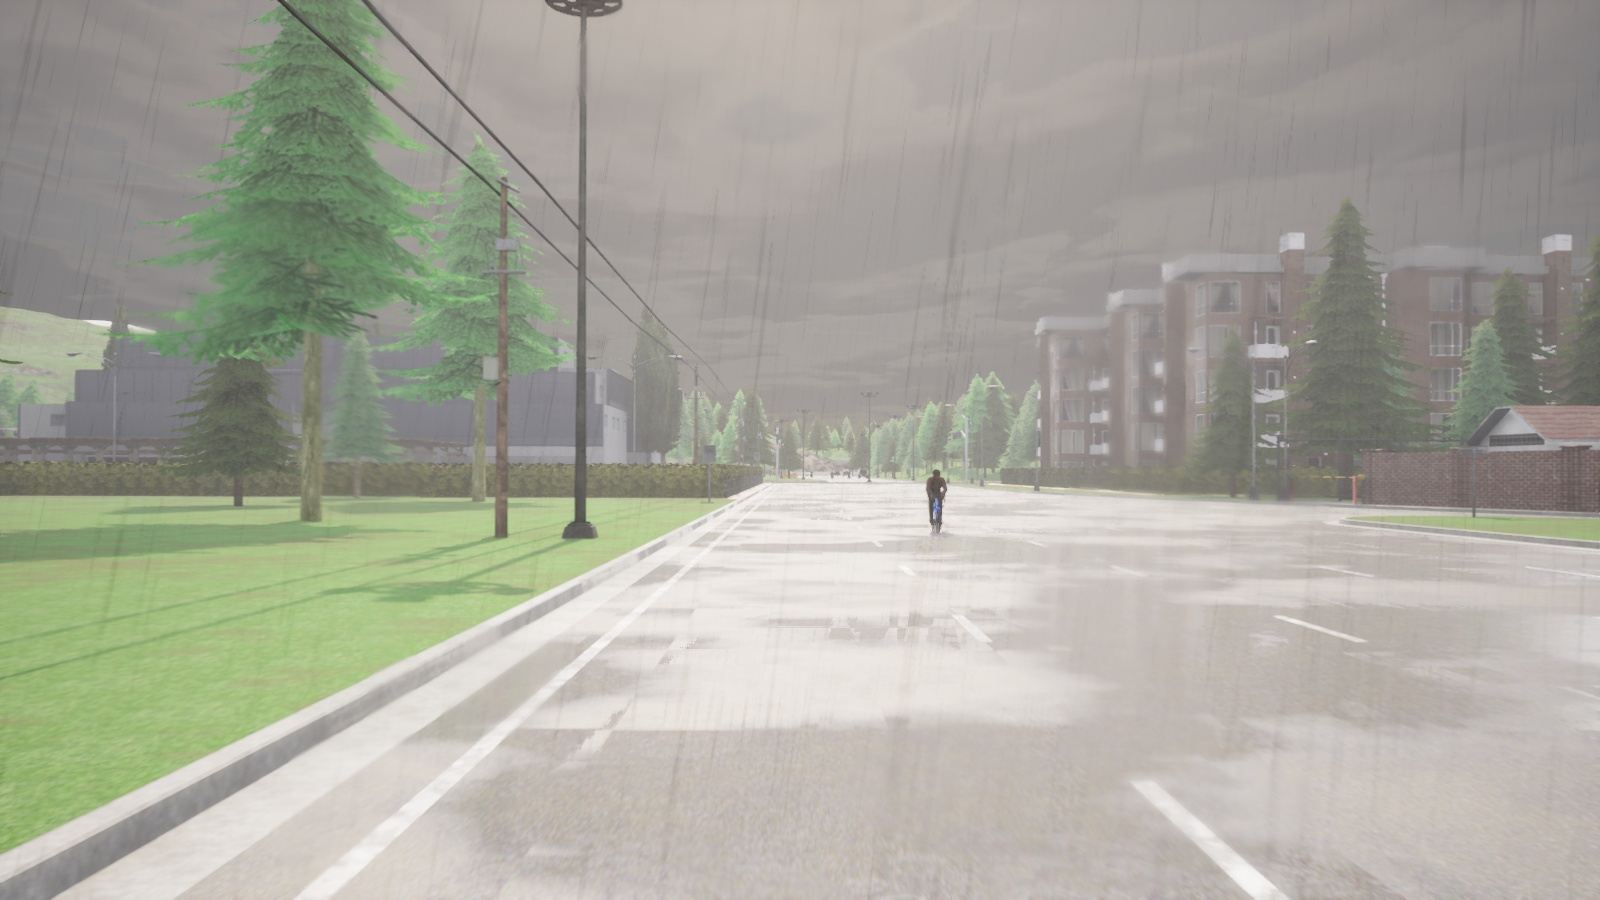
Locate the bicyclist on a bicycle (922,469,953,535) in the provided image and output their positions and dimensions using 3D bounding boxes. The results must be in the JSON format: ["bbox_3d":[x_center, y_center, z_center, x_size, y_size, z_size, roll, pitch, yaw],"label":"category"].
[{"bbox_3d":[3.424,1.280,31.464,0.582,1.620,1.656,0,-1,0],"label":"bicyclist on a bicycle"}]
